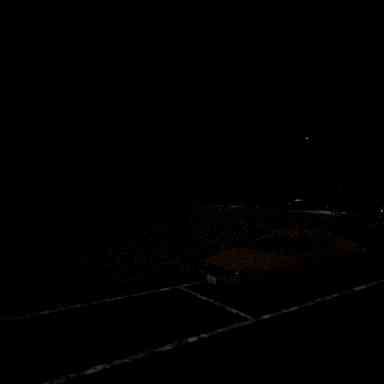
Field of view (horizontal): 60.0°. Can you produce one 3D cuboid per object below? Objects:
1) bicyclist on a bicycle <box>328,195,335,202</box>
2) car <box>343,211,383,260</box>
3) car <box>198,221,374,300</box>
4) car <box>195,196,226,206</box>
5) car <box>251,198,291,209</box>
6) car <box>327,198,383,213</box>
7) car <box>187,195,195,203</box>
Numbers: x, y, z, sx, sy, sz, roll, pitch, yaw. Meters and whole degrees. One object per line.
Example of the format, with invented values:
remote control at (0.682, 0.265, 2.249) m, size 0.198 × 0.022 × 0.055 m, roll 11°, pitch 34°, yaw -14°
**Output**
bicyclist on a bicycle at (16.341, 1.158, 38.933) m, size 1.656 × 1.620 × 0.582 m, roll 0°, pitch 0°, yaw -34°
car at (7.156, 1.547, 11.673) m, size 4.507 × 1.381 × 1.887 m, roll 0°, pitch 1°, yaw -35°
car at (2.395, 1.527, 8.370) m, size 4.829 × 1.417 × 1.752 m, roll 0°, pitch 1°, yaw -35°
car at (2.894, 1.224, 47.533) m, size 1.994 × 1.385 × 4.181 m, roll 1°, pitch 0°, yaw -35°
car at (9.087, 1.361, 38.480) m, size 1.895 × 1.301 × 4.718 m, roll 1°, pitch 0°, yaw -34°
car at (14.732, 1.342, 30.238) m, size 2.128 × 1.511 × 4.902 m, roll 1°, pitch 0°, yaw -34°
car at (-0.455, 1.196, 57.981) m, size 1.895 × 1.301 × 4.718 m, roll 1°, pitch 0°, yaw -34°
